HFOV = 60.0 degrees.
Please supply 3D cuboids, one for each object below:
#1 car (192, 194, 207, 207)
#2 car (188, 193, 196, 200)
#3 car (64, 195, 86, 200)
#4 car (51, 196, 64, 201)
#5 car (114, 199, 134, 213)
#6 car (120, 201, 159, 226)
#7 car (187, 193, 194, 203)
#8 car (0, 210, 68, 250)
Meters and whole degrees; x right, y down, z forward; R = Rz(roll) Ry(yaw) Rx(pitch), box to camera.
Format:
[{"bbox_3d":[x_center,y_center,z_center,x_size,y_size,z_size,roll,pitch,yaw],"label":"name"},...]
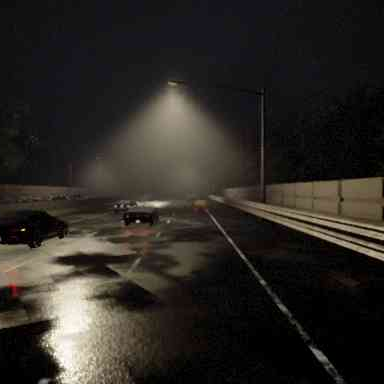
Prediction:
[{"bbox_3d":[1.242,1.383,48.639,1.801,1.575,5.366,0,0,0],"label":"car"},{"bbox_3d":[0.031,1.132,88.590,2.097,1.767,4.553,0,0,0],"label":"car"},{"bbox_3d":[-21.009,1.276,60.923,2.097,1.767,4.553,0,0,1],"label":"car"},{"bbox_3d":[-24.489,1.449,61.543,1.812,1.442,4.674,0,0,0],"label":"car"},{"bbox_3d":[-6.889,1.485,35.218,2.033,1.411,5.357,0,0,0],"label":"car"},{"bbox_3d":[-3.391,1.559,23.065,1.895,1.301,4.718,0,0,0],"label":"car"},{"bbox_3d":[0.024,1.444,67.005,1.812,1.442,4.674,0,0,0],"label":"car"},{"bbox_3d":[-6.894,1.500,14.137,1.812,1.442,4.674,0,0,0],"label":"car"}]
